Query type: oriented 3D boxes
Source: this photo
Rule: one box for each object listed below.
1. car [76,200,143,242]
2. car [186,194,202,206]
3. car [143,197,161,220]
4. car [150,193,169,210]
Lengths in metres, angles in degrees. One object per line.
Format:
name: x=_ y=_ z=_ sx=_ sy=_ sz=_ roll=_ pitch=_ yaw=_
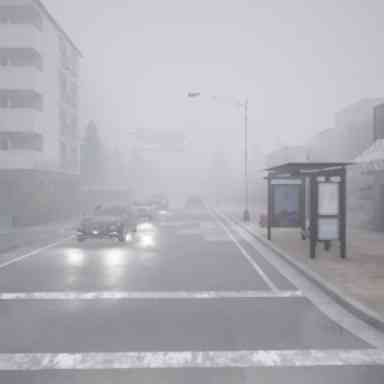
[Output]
car: x=-3.598 y=1.233 z=14.815 sx=1.837 sy=1.490 sz=4.892 roll=0 pitch=1 yaw=0
car: x=0.345 y=0.943 z=42.787 sx=2.128 sy=1.511 sz=4.902 roll=0 pitch=1 yaw=4
car: x=-3.590 y=1.236 z=24.081 sx=1.895 sy=1.301 sz=4.718 roll=0 pitch=1 yaw=0
car: x=-3.549 y=0.886 z=34.247 sx=2.097 sy=1.767 sz=4.553 roll=0 pitch=1 yaw=1
